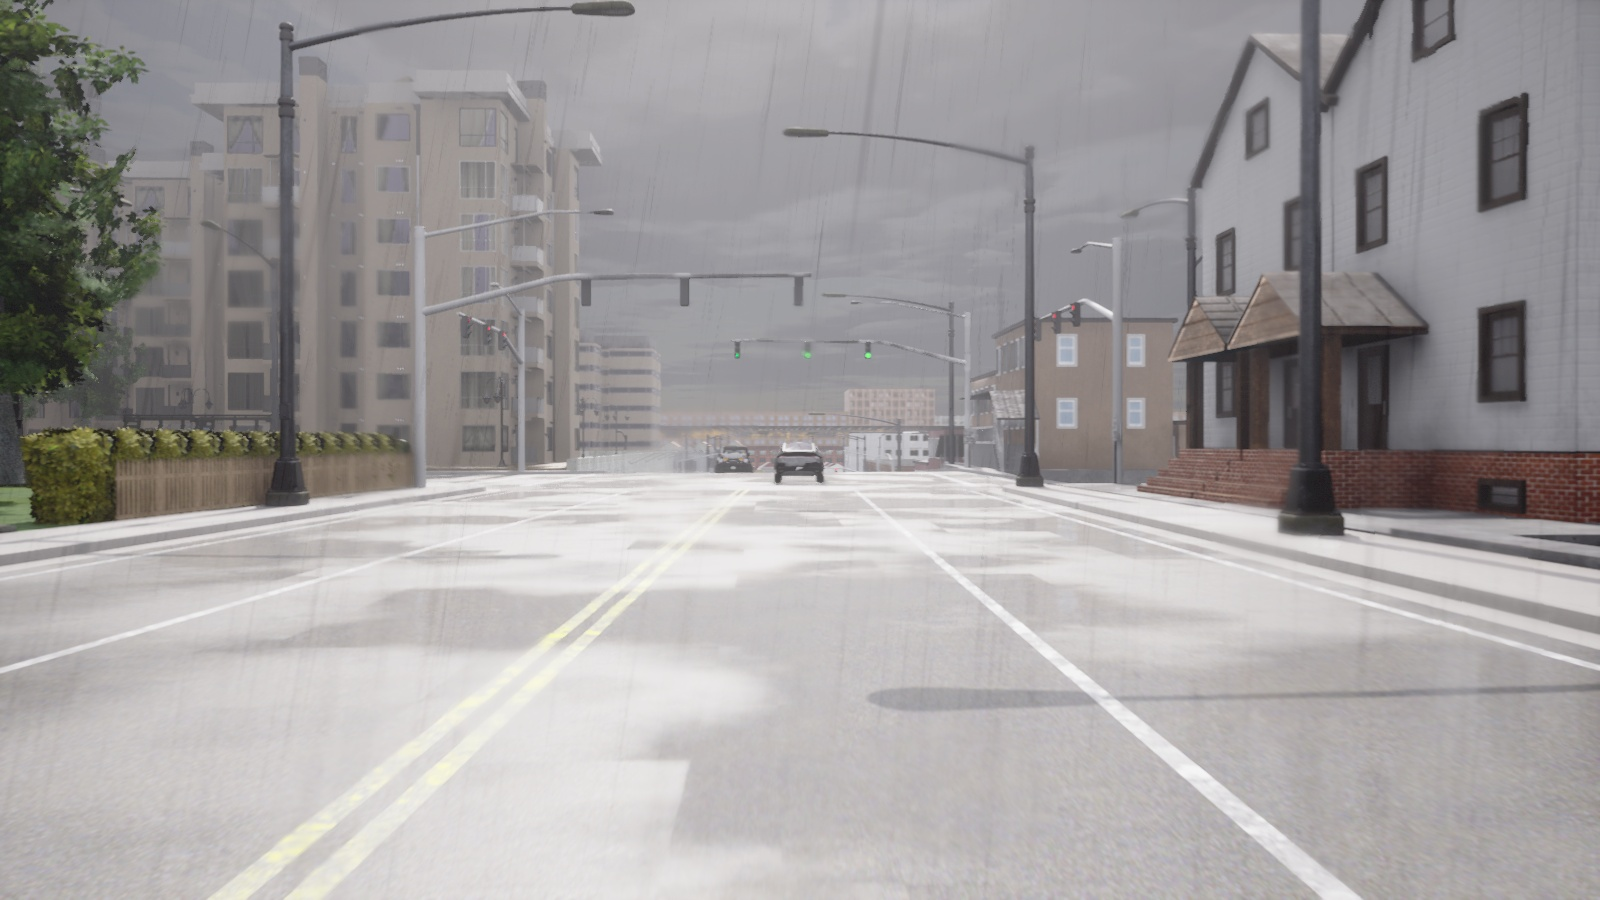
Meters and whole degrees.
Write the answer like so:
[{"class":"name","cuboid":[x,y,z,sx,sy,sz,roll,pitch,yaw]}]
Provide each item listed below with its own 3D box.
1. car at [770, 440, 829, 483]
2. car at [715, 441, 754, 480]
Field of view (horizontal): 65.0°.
[{"class":"car","cuboid":[-0.022,0.400,48.040,2.128,1.511,4.902,0,1,0]},{"class":"car","cuboid":[-3.538,0.622,68.613,1.905,1.878,3.866,0,-4,0]}]
